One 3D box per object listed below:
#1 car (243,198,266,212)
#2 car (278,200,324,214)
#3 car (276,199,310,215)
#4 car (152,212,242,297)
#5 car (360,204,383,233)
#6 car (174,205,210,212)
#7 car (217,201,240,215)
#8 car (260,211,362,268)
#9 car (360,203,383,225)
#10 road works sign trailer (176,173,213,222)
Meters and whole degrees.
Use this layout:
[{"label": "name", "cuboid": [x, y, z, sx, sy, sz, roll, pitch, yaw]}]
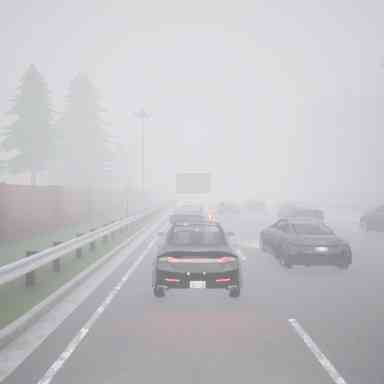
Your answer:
[{"label": "car", "cuboid": [7.127, 1.478, 38.323, 1.882, 1.535, 5.008, 0, 0, 0]}, {"label": "car", "cuboid": [7.115, 1.478, 22.232, 1.882, 1.535, 5.008, 0, -1, 0]}, {"label": "car", "cuboid": [10.627, 1.547, 35.369, 2.033, 1.411, 5.357, 0, 0, 0]}, {"label": "car", "cuboid": [0.106, 1.492, 8.555, 2.128, 1.511, 4.902, 0, 0, 0]}, {"label": "car", "cuboid": [10.614, 1.351, 17.117, 2.097, 1.767, 4.553, 0, 0, 0]}, {"label": "car", "cuboid": [-0.043, 1.474, 19.002, 1.882, 1.535, 5.008, 0, 0, 6]}, {"label": "car", "cuboid": [3.624, 1.600, 33.936, 1.895, 1.301, 4.718, 0, 0, 0]}, {"label": "car", "cuboid": [3.608, 1.564, 11.254, 1.994, 1.385, 4.181, 0, 0, 0]}, {"label": "car", "cuboid": [14.113, 1.564, 23.963, 1.994, 1.385, 4.181, 0, 0, 1]}, {"label": "road works sign trailer", "cuboid": [0.076, 0.464, 22.919, 2.380, 3.560, 2.880, 0, 0, 0]}]
